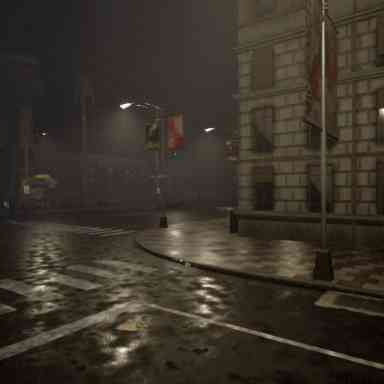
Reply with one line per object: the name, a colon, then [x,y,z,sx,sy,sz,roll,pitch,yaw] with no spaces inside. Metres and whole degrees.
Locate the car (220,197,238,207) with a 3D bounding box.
car: [6.148,1.526,50.008,1.812,1.442,4.674,0,0,44]

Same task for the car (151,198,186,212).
car: [-2.738,1.492,38.845,2.128,1.511,4.902,0,0,37]
